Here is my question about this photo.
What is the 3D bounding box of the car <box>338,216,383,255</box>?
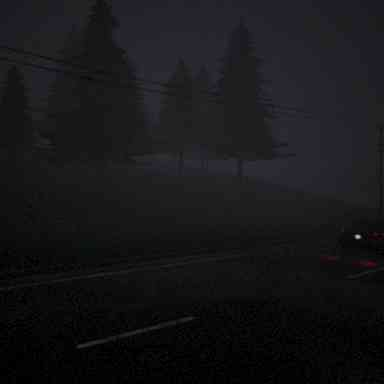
[{"bbox_3d":[7.970,1.698,13.854,4.181,1.385,1.994,1,0,-35],"label":"car"}]
